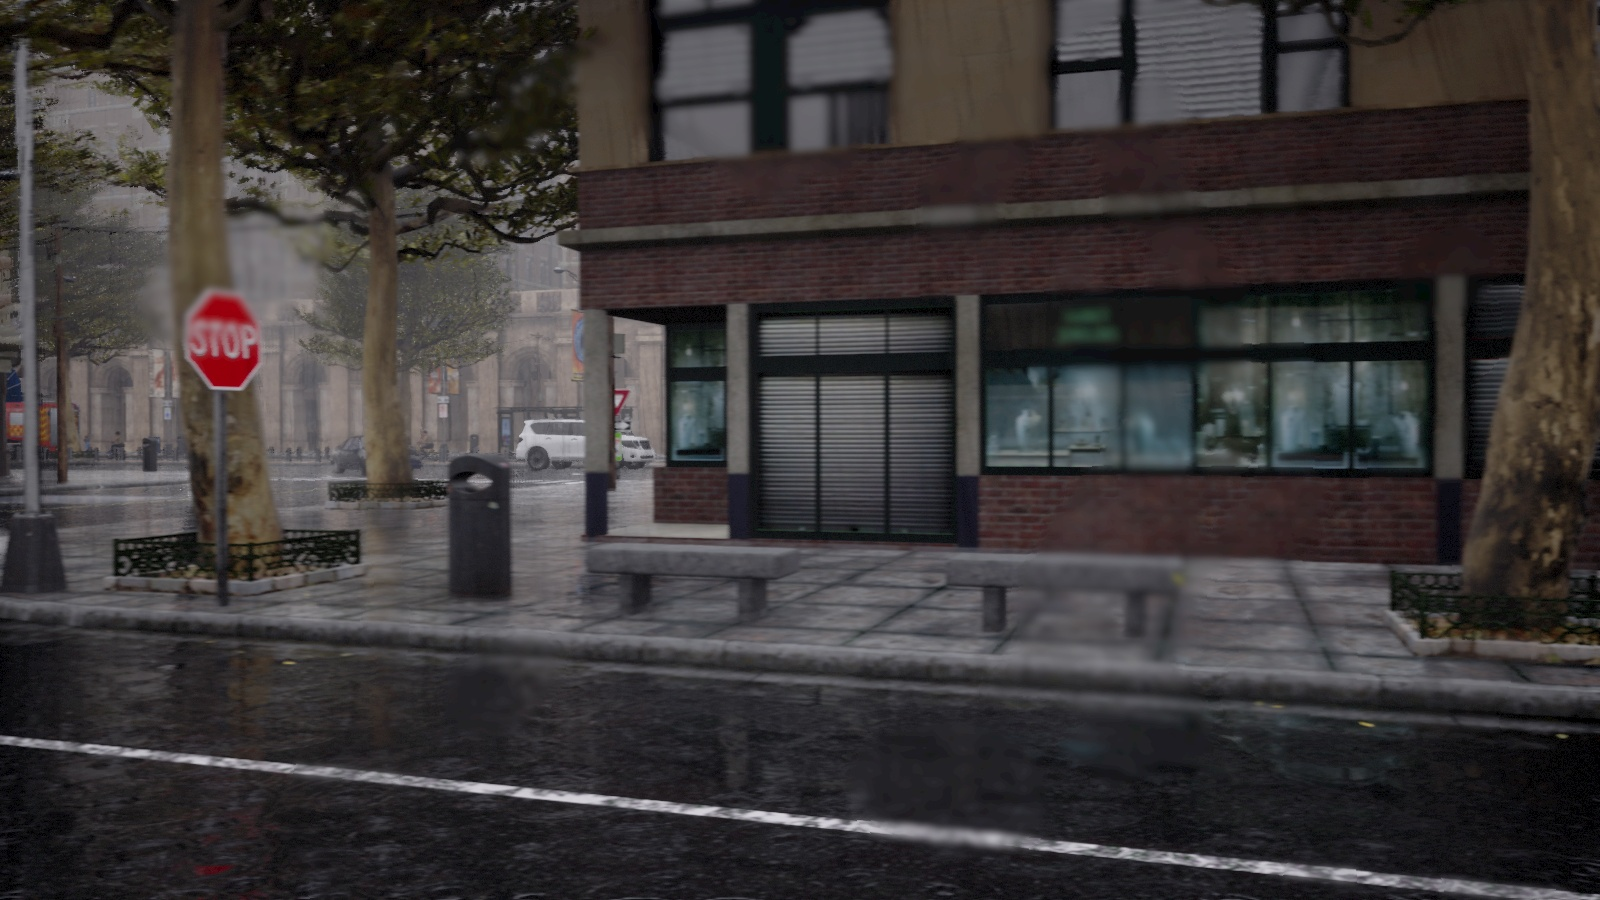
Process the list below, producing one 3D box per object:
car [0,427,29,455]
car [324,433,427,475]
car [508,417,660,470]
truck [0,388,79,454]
[{"bbox_3d":[-46.509,-0.532,71.143,4.902,1.511,2.128,1,1,19],"label":"car"},{"bbox_3d":[-15.342,0.092,45.213,2.033,1.411,5.357,0,1,-36],"label":"car"},{"bbox_3d":[-8.565,-0.285,49.859,5.566,2.045,2.150,1,1,19],"label":"car"},{"bbox_3d":[-47.695,-1.722,75.221,8.468,3.827,2.891,1,1,19],"label":"truck"}]
